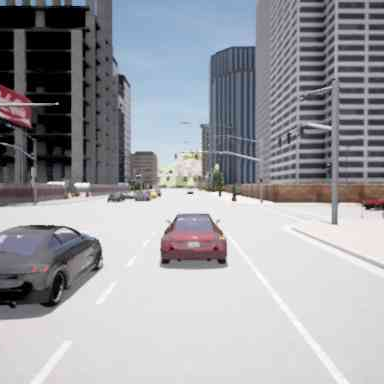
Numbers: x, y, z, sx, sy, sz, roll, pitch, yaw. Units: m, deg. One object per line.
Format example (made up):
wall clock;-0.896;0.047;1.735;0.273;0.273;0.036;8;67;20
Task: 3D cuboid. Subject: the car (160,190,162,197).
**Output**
car;-7.352;0.275;69.931;1.837;1.490;4.892;0;1;0

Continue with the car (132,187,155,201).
car;-7.339;0.468;50.397;2.097;1.767;4.553;0;1;0

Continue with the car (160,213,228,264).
car;0.041;1.368;11.073;1.994;1.385;4.181;0;1;0

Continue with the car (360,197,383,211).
car;18.391;1.056;31.053;4.718;1.301;1.895;0;1;-1

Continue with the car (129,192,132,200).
car;-10.839;0.602;56.976;1.895;1.301;4.718;0;1;0

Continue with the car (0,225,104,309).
car;-3.450;1.428;7.646;1.994;1.385;4.181;0;1;0

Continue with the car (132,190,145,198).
car;-10.838;0.385;67.148;1.994;1.385;4.181;0;1;0

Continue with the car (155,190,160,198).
car;-7.332;0.431;59.733;1.882;1.535;5.008;0;1;0

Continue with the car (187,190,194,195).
car;-0.440;0.061;87.641;1.895;1.301;4.718;0;1;0

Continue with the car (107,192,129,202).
car;-10.834;0.686;47.846;1.812;1.442;4.674;0;1;0
